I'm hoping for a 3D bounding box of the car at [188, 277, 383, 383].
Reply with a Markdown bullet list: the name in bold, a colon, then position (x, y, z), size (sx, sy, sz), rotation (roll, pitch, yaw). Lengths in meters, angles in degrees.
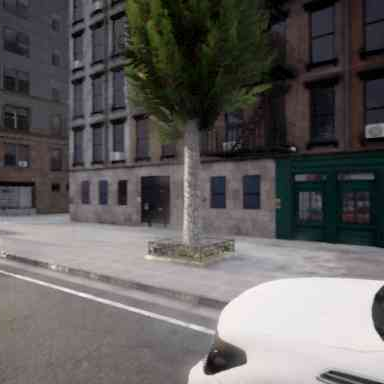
- **car**: position (2.622, 1.222, 1.817), size (5.566, 2.045, 2.150), rotation (0, 0, 35)
